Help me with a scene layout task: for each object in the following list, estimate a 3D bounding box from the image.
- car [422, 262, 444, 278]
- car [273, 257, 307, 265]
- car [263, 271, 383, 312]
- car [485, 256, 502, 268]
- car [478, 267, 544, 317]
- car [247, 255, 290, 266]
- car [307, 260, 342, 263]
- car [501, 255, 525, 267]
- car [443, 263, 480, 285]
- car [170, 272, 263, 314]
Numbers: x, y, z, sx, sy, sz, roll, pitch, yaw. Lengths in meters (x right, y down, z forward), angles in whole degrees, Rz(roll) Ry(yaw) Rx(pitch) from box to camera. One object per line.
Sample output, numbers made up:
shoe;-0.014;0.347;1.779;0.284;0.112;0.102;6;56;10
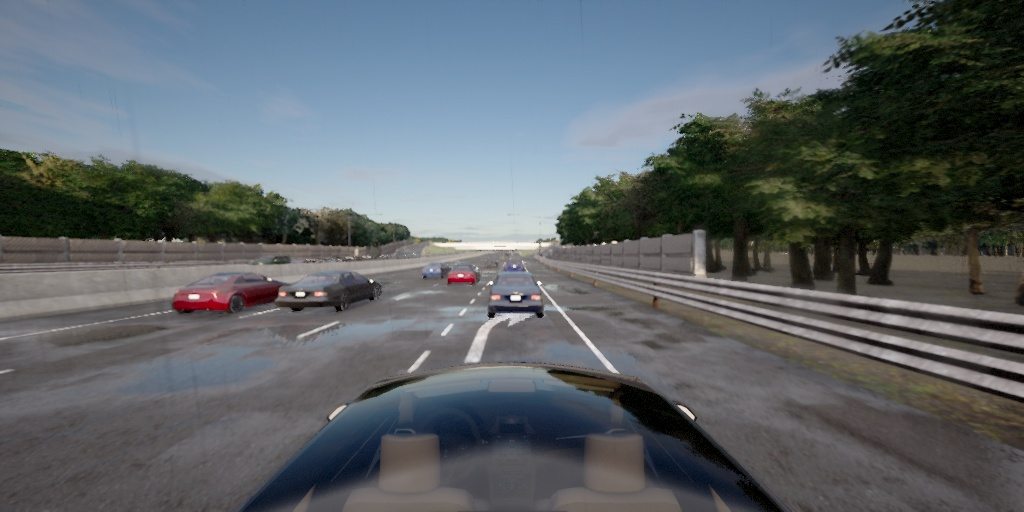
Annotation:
car;-6.793;1.264;32.749;2.033;1.411;5.357;0;0;0
car;-24.410;1.181;40.956;1.882;1.535;5.008;0;0;1
car;-6.878;1.284;14.152;2.033;1.411;5.357;0;0;0
car;-3.177;1.073;56.583;2.128;1.511;4.902;0;1;1
car;0.117;1.286;13.150;2.033;1.411;5.357;0;0;0
car;-27.900;0.926;41.587;2.150;2.045;5.566;0;0;1
car;-20.908;1.209;41.192;1.837;1.490;4.892;0;0;1
car;0.241;1.065;37.181;2.097;1.767;4.553;0;0;0
car;-3.432;1.289;26.027;1.994;1.385;4.181;0;0;0
car;-10.380;1.301;13.721;1.994;1.385;4.181;0;0;0
